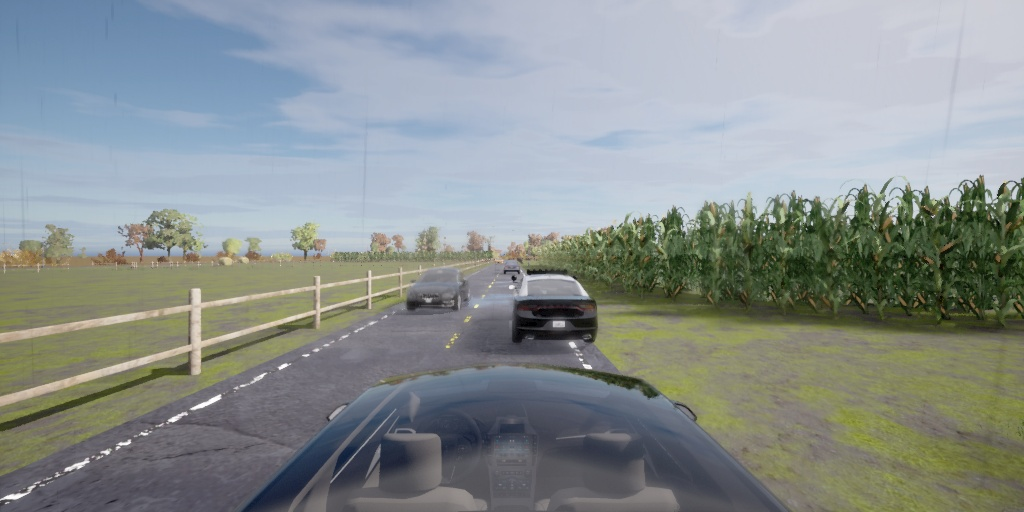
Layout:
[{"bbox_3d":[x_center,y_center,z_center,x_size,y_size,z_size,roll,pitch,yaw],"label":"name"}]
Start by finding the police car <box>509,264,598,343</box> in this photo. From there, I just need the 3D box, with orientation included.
[{"bbox_3d":[0.941,1.175,9.833,1.930,1.638,5.238,0,0,0],"label":"police car"}]

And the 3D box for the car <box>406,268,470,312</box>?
[{"bbox_3d":[-2.785,1.255,14.341,1.837,1.490,4.892,0,0,0],"label":"car"}]

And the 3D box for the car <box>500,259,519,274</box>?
[{"bbox_3d":[-0.020,1.298,40.675,2.033,1.411,5.357,0,0,0],"label":"car"}]
